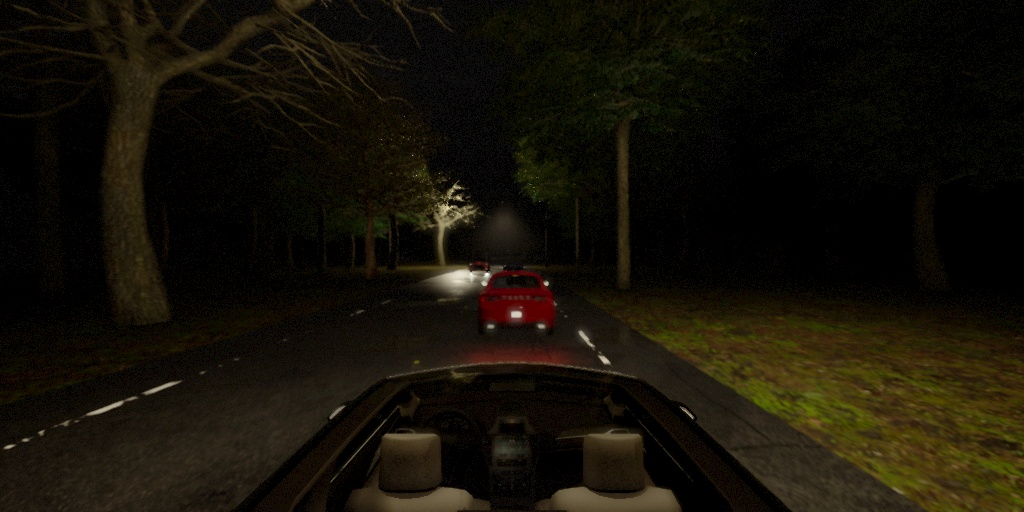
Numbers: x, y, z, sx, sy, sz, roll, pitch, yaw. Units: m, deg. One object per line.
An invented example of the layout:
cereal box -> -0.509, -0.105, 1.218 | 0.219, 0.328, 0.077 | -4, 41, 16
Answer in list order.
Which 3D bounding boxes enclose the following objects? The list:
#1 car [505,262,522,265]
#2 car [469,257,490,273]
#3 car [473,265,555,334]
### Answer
car -> 0.104, 1.163, 29.220 | 2.033, 1.411, 5.357 | 0, 0, 0
car -> -3.590, 0.937, 40.571 | 2.097, 1.767, 4.553 | 0, 0, 0
car -> 0.099, 1.175, 10.488 | 1.882, 1.535, 5.008 | 0, 0, 0
